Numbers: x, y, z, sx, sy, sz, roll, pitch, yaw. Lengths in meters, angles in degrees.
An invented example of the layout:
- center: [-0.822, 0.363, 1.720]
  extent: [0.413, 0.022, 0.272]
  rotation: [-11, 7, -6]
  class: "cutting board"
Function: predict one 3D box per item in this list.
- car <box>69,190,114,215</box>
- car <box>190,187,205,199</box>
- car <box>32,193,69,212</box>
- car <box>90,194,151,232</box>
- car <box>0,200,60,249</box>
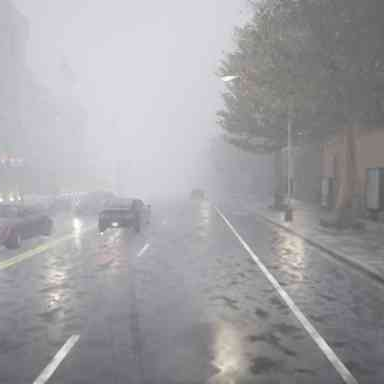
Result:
- center: [-6.683, 0.668, 23.786]
  extent: [2.097, 1.767, 4.553]
  rotation: [0, 2, 1]
  class: "car"
- center: [0.736, 0.132, 47.142]
  extent: [1.837, 1.490, 4.892]
  rotation: [0, 1, 1]
  class: "car"
- center: [-10.184, 0.840, 23.769]
  extent: [1.812, 1.442, 4.674]
  rotation: [0, 2, 1]
  class: "car"
- center: [-3.185, 1.026, 16.327]
  extent: [1.837, 1.490, 4.892]
  rotation: [0, 2, 1]
  class: "car"
- center: [-6.927, 1.195, 12.512]
  extent: [1.994, 1.385, 4.181]
  rotation: [0, 2, 1]
  class: "car"
